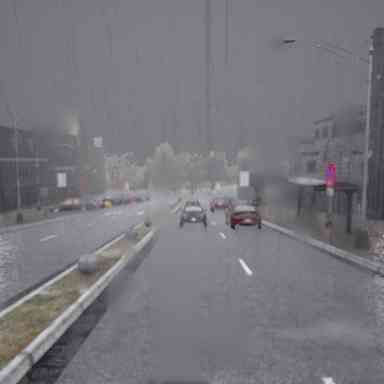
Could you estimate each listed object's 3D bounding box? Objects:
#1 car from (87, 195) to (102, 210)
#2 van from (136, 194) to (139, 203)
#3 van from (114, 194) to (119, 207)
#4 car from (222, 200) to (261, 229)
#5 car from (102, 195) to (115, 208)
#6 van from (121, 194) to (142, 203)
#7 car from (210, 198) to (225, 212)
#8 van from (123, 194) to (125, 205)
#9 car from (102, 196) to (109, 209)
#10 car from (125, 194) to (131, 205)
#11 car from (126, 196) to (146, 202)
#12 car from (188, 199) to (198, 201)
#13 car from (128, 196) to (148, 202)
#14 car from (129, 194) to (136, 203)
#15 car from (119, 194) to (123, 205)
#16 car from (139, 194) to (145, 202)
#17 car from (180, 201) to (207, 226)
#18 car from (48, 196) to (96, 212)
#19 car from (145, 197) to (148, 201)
[{"bbox_3d":[-14.055,1.485,41.466,4.553,1.767,2.185,-1,0,-20],"label":"car"},{"bbox_3d":[-13.977,1.456,68.939,4.442,1.987,1.878,-1,0,-20],"label":"van"},{"bbox_3d":[-13.941,1.406,50.664,4.442,1.987,1.878,-1,0,-20],"label":"van"},{"bbox_3d":[3.348,1.564,22.377,1.882,1.535,5.008,0,0,0],"label":"car"},{"bbox_3d":[-14.215,1.624,47.504,5.366,1.575,1.946,-1,0,-20],"label":"car"},{"bbox_3d":[-14.212,1.483,77.989,4.442,1.987,1.878,-1,0,-20],"label":"van"},{"bbox_3d":[3.357,1.514,41.850,2.097,1.767,4.553,0,0,0],"label":"car"},{"bbox_3d":[-14.169,1.425,56.667,4.442,1.987,1.878,-1,0,-20],"label":"van"},{"bbox_3d":[-14.062,1.647,44.509,4.792,1.488,2.163,-1,0,-20],"label":"car"},{"bbox_3d":[-14.059,1.659,59.758,4.892,1.521,2.231,-1,0,-20],"label":"car"},{"bbox_3d":[-14.113,1.764,84.123,4.674,1.452,2.002,-1,0,-20],"label":"car"},{"bbox_3d":[0.108,1.667,42.254,1.837,1.490,4.892,0,0,0],"label":"car"},{"bbox_3d":[-14.109,1.734,87.165,4.892,1.521,2.231,-1,0,-20],"label":"car"},{"bbox_3d":[-14.099,1.415,62.789,5.566,2.045,2.435,-1,0,-20],"label":"car"},{"bbox_3d":[-14.023,1.515,53.672,4.553,1.767,2.185,-1,0,-20],"label":"car"},{"bbox_3d":[-14.073,1.448,75.001,5.566,2.045,2.435,-1,0,-20],"label":"car"},{"bbox_3d":[0.103,1.618,23.895,1.812,1.442,4.674,0,0,0],"label":"car"},{"bbox_3d":[-13.995,1.604,38.423,4.892,1.521,2.231,-1,0,-20],"label":"car"},{"bbox_3d":[-13.932,1.711,81.142,5.366,1.575,1.946,-1,0,-20],"label":"car"}]
